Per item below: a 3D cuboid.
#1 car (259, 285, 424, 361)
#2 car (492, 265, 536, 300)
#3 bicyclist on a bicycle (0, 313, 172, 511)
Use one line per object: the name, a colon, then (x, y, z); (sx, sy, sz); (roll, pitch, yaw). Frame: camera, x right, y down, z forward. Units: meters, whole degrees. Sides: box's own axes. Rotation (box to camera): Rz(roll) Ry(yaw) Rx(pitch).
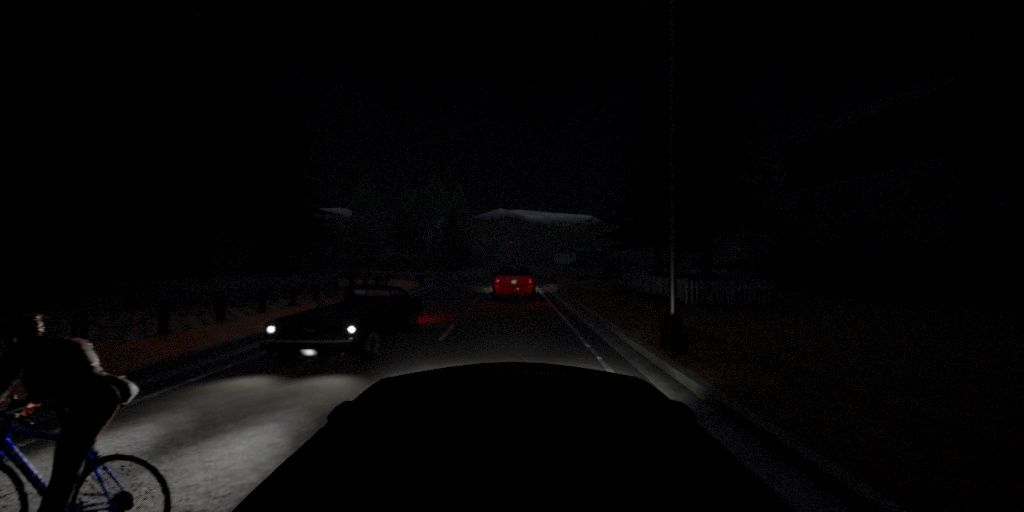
car: (-3.587, 1.413, 8.563); (1.895, 1.301, 4.718); (0, 0, 0)
car: (0.089, 1.260, 19.093); (2.097, 1.767, 4.553); (0, -1, 0)
bicyclist on a bicycle: (-3.107, 1.210, 2.404); (1.656, 1.620, 0.582); (-1, -1, 0)
